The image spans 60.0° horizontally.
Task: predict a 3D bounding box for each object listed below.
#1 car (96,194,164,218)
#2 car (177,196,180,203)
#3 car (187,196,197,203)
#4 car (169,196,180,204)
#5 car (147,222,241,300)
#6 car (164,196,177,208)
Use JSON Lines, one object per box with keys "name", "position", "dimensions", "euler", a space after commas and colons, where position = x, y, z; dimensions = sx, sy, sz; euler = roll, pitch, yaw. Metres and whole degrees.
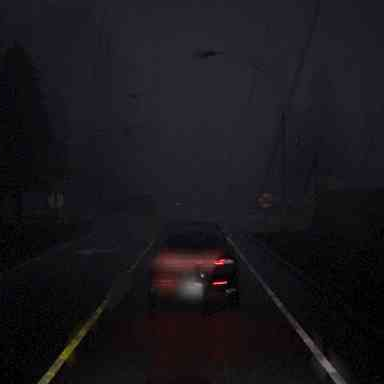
{"name": "car", "position": [-5.607, 1.222, 29.683], "dimensions": [5.566, 2.045, 2.150], "euler": [0, 0, -2]}
{"name": "car", "position": [-3.567, 1.478, 57.531], "dimensions": [1.882, 1.535, 5.008], "euler": [0, 0, 0]}
{"name": "car", "position": [0.011, 1.491, 69.592], "dimensions": [2.128, 1.511, 4.902], "euler": [0, 0, 0]}
{"name": "car", "position": [-3.508, 1.504, 67.615], "dimensions": [1.837, 1.490, 4.892], "euler": [0, 0, 0]}
{"name": "car", "position": [0.055, 1.492, 8.361], "dimensions": [2.128, 1.511, 4.902], "euler": [0, 0, 0]}
{"name": "car", "position": [-3.584, 1.547, 47.364], "dimensions": [2.033, 1.411, 5.357], "euler": [0, 0, 0]}
